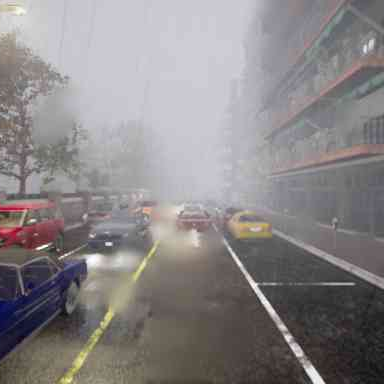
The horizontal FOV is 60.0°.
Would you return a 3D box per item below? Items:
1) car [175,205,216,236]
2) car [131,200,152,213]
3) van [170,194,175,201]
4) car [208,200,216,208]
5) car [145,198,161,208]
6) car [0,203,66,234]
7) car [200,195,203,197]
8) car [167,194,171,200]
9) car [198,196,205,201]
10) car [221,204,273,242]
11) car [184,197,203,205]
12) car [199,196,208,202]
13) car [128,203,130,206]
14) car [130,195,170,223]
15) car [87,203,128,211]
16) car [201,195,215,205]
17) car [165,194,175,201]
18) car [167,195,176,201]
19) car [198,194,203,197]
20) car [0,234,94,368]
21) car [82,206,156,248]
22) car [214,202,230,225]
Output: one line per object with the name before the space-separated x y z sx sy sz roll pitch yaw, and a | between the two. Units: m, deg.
car | 0.090 1.617 18.553 1.895 1.301 4.718 0 0 0
car | -5.713 1.621 38.270 1.802 1.307 4.206 0 0 0
van | -5.738 1.447 82.551 1.690 1.788 3.998 0 0 0
car | 2.673 1.577 27.205 2.008 1.369 4.403 0 0 0
car | -5.719 1.635 49.340 1.802 1.307 4.206 0 0 0
car | -5.700 1.324 10.594 2.192 1.841 5.009 0 0 0
car | 2.658 1.606 54.880 1.887 1.381 4.507 0 0 0
car | -5.728 1.629 65.946 2.008 1.369 4.403 0 0 0
car | 2.638 1.691 93.626 1.947 1.339 4.313 0 0 0
car | 2.679 1.540 16.304 1.752 1.417 4.829 0 0 0
car | 0.029 1.644 41.653 1.895 1.301 4.718 0 0 0
car | 2.646 1.662 77.021 1.947 1.339 4.313 0 0 0
car | -5.708 1.571 27.200 1.887 1.381 4.507 0 0 0
car | -3.101 1.377 25.553 2.097 1.767 4.553 0 0 0
car | -5.705 1.460 21.664 1.967 1.590 4.097 0 0 0
car | 2.661 1.598 49.345 1.887 1.381 4.507 0 0 0
car | -5.741 1.430 88.087 2.192 1.841 5.009 0 0 0
car | -5.742 1.676 93.621 2.008 1.369 4.403 0 0 0
car | 2.652 1.644 65.951 1.947 1.339 4.313 0 0 0
car | -3.098 1.605 4.759 1.895 1.301 4.718 0 0 0
car | -3.098 1.561 15.078 2.033 1.411 5.357 0 0 0
car | 2.676 1.565 21.669 1.887 1.381 4.507 0 0 0
